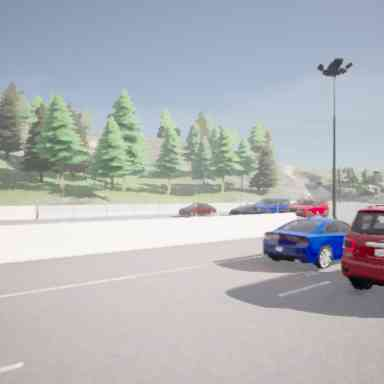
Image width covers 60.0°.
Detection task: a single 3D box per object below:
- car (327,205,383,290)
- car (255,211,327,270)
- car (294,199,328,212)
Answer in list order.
[{"bbox_3d":[5.930,1.351,8.322,5.566,2.045,2.150,1,-1,-38],"label":"car"},{"bbox_3d":[4.631,1.634,11.771,5.008,1.535,1.882,1,-1,-38],"label":"car"},{"bbox_3d":[10.905,1.630,31.200,5.566,2.045,2.150,2,-1,-43],"label":"car"}]
